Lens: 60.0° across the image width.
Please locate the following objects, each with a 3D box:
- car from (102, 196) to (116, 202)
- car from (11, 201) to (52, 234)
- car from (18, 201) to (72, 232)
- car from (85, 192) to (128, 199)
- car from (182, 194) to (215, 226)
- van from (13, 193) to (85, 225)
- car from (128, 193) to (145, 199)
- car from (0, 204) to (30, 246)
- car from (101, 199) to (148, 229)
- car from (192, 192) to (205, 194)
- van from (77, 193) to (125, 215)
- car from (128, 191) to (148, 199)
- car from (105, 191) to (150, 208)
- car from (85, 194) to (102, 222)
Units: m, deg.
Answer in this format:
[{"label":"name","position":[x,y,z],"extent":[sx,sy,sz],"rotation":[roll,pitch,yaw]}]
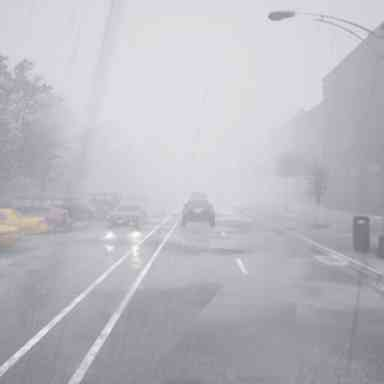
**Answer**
[{"label":"car","position":[-9.044,1.364,26.957],"extent":[5.008,1.535,2.097],"rotation":[-1,0,-19]},{"label":"car","position":[-9.452,1.435,15.046],"extent":[5.366,1.575,1.946],"rotation":[-1,1,-19]},{"label":"car","position":[-9.241,1.450,18.057],"extent":[4.792,1.488,2.163],"rotation":[-1,1,-19]},{"label":"car","position":[-9.008,1.092,29.899],"extent":[5.566,2.045,2.435],"rotation":[-1,1,-19]},{"label":"car","position":[0.437,1.254,22.937],"extent":[2.097,1.767,4.553],"rotation":[0,0,1]},{"label":"van","position":[-9.264,1.179,20.986],"extent":[4.442,1.987,1.878],"rotation":[-1,1,-19]},{"label":"car","position":[-8.631,1.263,38.865],"extent":[5.366,1.575,1.946],"rotation":[-1,0,-19]},{"label":"car","position":[-9.158,1.443,12.198],"extent":[5.366,1.575,1.946],"rotation":[-1,0,-19]},{"label":"car","position":[-3.955,1.421,20.992],"extent":[1.837,1.490,4.892],"rotation":[0,0,1]},{"label":"car","position":[0.780,0.991,40.359],"extent":[2.150,2.045,5.566],"rotation":[0,1,1]},{"label":"van","position":[-9.026,1.096,32.827],"extent":[4.442,1.987,1.878],"rotation":[-1,1,-19]},{"label":"car","position":[-8.715,0.991,41.762],"extent":[5.566,2.045,2.435],"rotation":[-1,0,-19]},{"label":"car","position":[-8.703,0.966,44.690],"extent":[5.566,2.045,2.435],"rotation":[-1,1,-19]},{"label":"car","position":[-9.126,1.259,23.983],"extent":[4.553,1.767,2.185],"rotation":[-1,0,-19]}]
